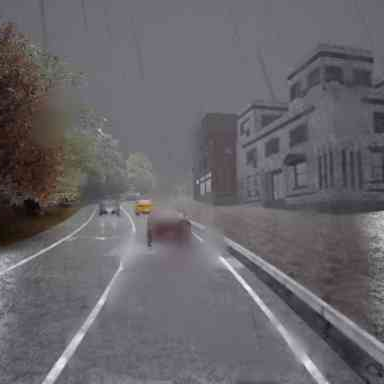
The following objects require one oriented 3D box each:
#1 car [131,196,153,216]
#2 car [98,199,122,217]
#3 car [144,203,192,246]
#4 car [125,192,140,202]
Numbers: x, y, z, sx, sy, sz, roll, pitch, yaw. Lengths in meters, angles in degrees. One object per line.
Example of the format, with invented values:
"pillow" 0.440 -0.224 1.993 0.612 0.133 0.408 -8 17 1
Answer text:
"car" -4.812 1.512 33.687 1.882 1.535 5.008 1 0 -14
"car" -7.794 1.469 31.565 2.128 1.511 4.902 1 0 -14
"car" -1.155 1.524 15.580 1.882 1.535 5.008 1 0 -7
"car" -12.824 1.058 72.503 2.150 2.045 5.566 -1 0 6
